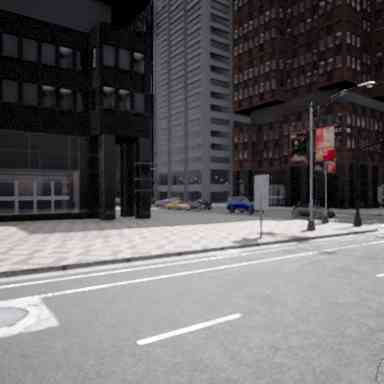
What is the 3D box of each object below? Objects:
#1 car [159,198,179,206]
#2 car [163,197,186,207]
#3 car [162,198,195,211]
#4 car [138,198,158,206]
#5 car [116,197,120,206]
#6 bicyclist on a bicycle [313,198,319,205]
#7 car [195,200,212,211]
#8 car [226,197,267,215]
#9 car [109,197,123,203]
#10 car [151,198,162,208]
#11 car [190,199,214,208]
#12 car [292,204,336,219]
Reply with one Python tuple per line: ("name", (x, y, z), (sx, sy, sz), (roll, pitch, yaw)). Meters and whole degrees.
("car", (-4.721, 1.991, 66.764), (1.752, 1.417, 4.829), (-1, 0, -36))
("car", (-3.260, 1.806, 60.142), (2.097, 1.767, 4.553), (0, 0, -36))
("car", (-2.008, 1.968, 48.293), (1.752, 1.417, 4.829), (-1, 0, -36))
("car", (-9.050, 1.999, 68.249), (1.837, 1.490, 4.892), (0, 0, -36))
("car", (-14.720, 1.843, 66.095), (2.192, 1.841, 5.009), (-1, 0, -36))
("bicyclist on a bicycle", (15.955, 1.637, 42.743), (1.656, 1.620, 0.582), (-1, 0, -36))
("car", (1.058, 1.989, 48.599), (1.994, 1.385, 4.181), (0, 0, -35))
("car", (6.612, 1.612, 40.804), (2.150, 2.045, 5.566), (0, 0, -36))
("car", (-20.382, 2.132, 88.702), (2.008, 1.369, 4.403), (-1, 0, -36))
("car", (-4.734, 2.026, 56.776), (1.994, 1.385, 4.181), (0, 0, -35))
("car", (1.683, 1.968, 57.795), (1.887, 1.381, 4.507), (-1, 0, -36))
("car", (12.066, 1.922, 33.175), (1.994, 1.385, 4.181), (0, 0, -36))
